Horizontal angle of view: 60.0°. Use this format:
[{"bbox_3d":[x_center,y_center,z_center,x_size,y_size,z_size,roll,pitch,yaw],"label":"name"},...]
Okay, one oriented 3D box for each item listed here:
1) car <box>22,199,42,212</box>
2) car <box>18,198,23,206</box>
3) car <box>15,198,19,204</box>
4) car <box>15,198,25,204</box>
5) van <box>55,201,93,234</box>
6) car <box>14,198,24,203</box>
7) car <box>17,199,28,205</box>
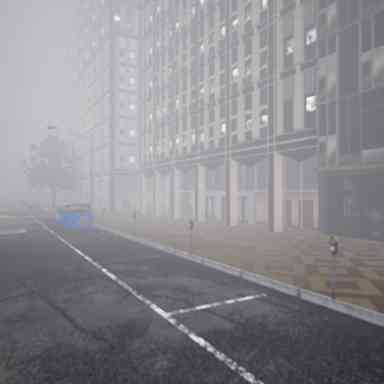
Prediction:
[{"bbox_3d":[-21.459,1.893,45.205,2.008,1.369,4.403,0,0,-30],"label":"car"},{"bbox_3d":[-27.119,1.964,55.094,2.008,1.369,4.403,0,0,-30],"label":"car"},{"bbox_3d":[-32.778,2.031,64.984,2.008,1.369,4.403,0,0,-30],"label":"car"},{"bbox_3d":[-41.267,2.140,79.817,1.947,1.339,4.313,0,0,-30],"label":"car"},{"bbox_3d":[-7.312,1.498,20.484,1.690,1.788,3.998,0,0,-30],"label":"van"},{"bbox_3d":[-44.098,2.149,84.762,1.887,1.381,4.507,0,0,-30],"label":"car"},{"bbox_3d":[-35.608,2.094,69.928,1.802,1.307,4.206,0,0,-30],"label":"car"}]
